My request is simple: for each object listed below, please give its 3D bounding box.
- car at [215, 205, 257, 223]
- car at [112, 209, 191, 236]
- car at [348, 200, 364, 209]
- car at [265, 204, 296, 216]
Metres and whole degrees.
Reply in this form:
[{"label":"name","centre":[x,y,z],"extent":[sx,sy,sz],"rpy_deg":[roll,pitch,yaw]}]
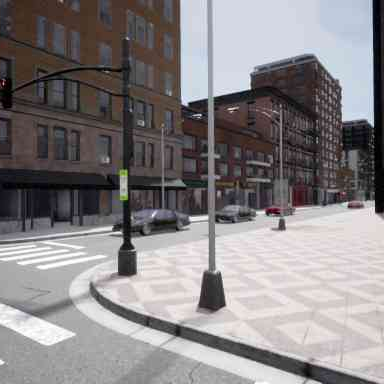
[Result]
[{"label":"car","centre":[3.690,1.792,28.167],"extent":[2.033,1.411,5.357],"rpy_deg":[-1,-1,35]},{"label":"car","centre":[-2.218,1.708,19.961],"extent":[2.033,1.411,5.357],"rpy_deg":[-1,-1,36]},{"label":"car","centre":[27.415,2.060,55.628],"extent":[1.994,1.385,4.181],"rpy_deg":[-1,-1,36]},{"label":"car","centre":[9.705,1.929,36.494],"extent":[1.895,1.301,4.718],"rpy_deg":[-1,-1,36]}]
